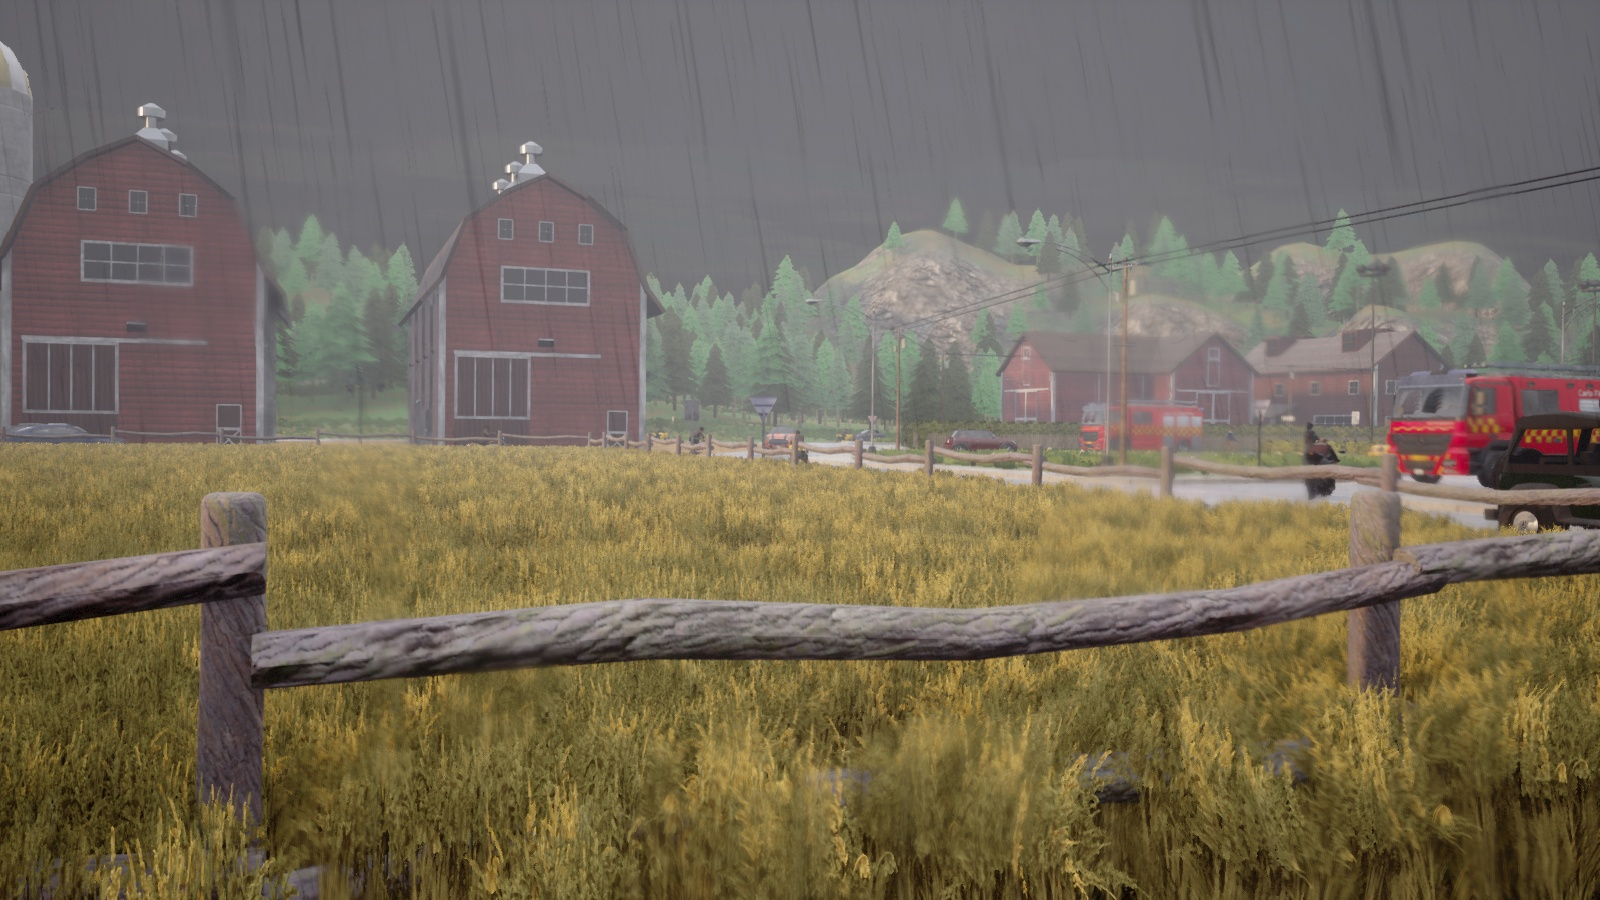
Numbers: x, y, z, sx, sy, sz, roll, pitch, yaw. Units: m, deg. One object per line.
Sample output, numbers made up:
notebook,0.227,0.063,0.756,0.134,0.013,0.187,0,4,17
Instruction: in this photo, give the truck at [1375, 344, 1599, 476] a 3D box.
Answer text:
truck,22.435,-1.253,39.465,8.468,3.827,2.891,-1,1,-22

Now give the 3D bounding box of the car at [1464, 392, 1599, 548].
car,10.566,0.227,15.520,1.905,1.878,3.866,-1,1,-21

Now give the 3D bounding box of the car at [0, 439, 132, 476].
car,-30.942,0.297,53.040,4.674,1.442,1.812,-1,1,-24

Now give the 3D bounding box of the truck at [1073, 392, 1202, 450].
truck,23.274,-2.030,86.594,8.468,3.827,2.891,-1,1,-21

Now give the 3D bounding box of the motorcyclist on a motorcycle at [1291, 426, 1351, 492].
motorcyclist on a motorcycle,12.753,0.195,30.710,0.866,1.530,2.191,2,2,35

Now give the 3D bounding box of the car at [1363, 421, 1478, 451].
car,34.141,-0.759,69.168,5.366,1.575,1.801,-1,1,4

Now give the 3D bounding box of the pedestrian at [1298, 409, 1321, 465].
pedestrian,17.929,-0.461,44.195,0.666,1.930,0.402,-1,1,-30

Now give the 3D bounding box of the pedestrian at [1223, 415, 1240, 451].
pedestrian,23.773,-0.932,69.208,0.788,1.949,0.423,0,1,36

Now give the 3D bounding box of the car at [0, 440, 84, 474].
car,-34.324,0.296,55.334,4.674,1.442,1.812,-1,1,-24

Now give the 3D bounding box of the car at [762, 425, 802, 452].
car,-1.184,-0.799,84.162,2.097,1.767,4.553,-1,1,7

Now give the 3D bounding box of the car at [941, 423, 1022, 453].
car,11.335,-0.746,78.509,4.553,1.767,2.097,-1,1,-9
